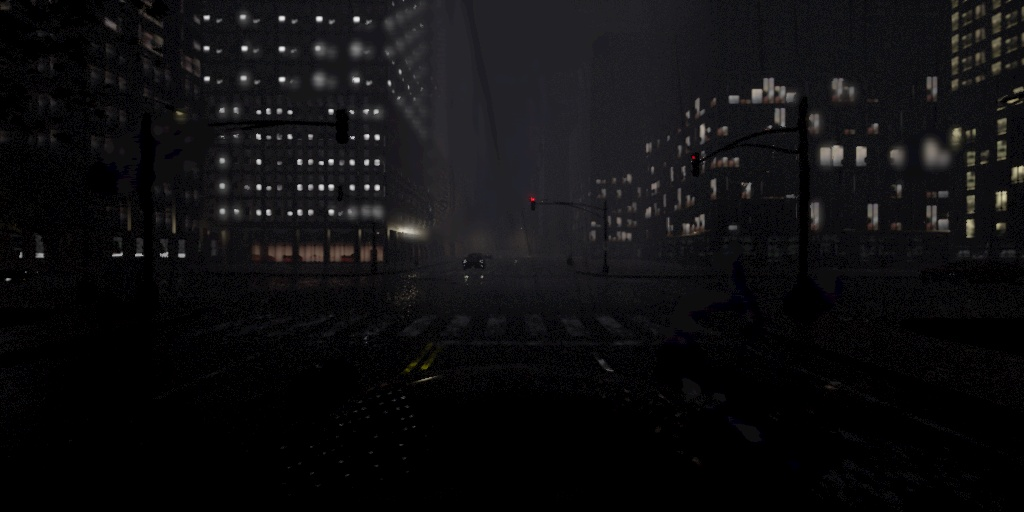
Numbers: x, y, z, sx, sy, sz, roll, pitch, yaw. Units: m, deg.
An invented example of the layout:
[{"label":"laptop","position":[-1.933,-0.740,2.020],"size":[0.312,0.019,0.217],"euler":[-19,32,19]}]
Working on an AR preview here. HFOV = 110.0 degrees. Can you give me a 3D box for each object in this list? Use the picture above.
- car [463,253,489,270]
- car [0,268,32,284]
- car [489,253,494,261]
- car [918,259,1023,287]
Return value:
[{"label":"car","position":[-3.759,0.483,36.486],"size":[2.097,1.767,4.553],"euler":[0,1,-1]},{"label":"car","position":[-29.826,0.974,19.762],"size":[4.718,1.301,1.895],"euler":[0,0,2]},{"label":"car","position":[-4.200,0.105,62.299],"size":[1.895,1.301,4.718],"euler":[0,1,-1]},{"label":"car","position":[27.038,0.954,21.052],"size":[5.008,1.535,1.882],"euler":[0,0,2]}]
